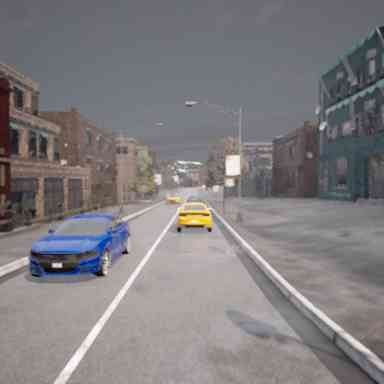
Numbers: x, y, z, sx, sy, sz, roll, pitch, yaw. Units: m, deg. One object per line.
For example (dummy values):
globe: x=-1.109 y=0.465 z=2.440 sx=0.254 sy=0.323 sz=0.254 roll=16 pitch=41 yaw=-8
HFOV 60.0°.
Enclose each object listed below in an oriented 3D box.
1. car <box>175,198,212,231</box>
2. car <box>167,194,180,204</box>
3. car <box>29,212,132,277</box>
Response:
car: x=0.137 y=1.369 z=19.962 sx=1.882 sy=1.535 sz=5.008 roll=0 pitch=0 yaw=0
car: x=-2.852 y=1.081 z=51.820 sx=1.882 sy=1.535 sz=5.008 roll=0 pitch=1 yaw=1
car: x=-3.167 y=1.444 z=10.351 sx=1.882 sy=1.535 sz=5.008 roll=0 pitch=0 yaw=0
